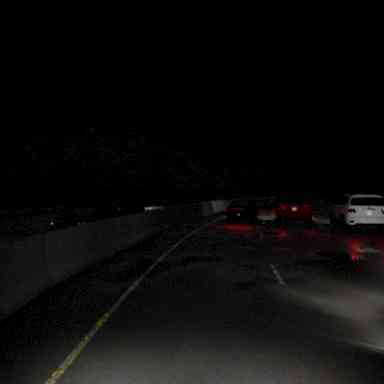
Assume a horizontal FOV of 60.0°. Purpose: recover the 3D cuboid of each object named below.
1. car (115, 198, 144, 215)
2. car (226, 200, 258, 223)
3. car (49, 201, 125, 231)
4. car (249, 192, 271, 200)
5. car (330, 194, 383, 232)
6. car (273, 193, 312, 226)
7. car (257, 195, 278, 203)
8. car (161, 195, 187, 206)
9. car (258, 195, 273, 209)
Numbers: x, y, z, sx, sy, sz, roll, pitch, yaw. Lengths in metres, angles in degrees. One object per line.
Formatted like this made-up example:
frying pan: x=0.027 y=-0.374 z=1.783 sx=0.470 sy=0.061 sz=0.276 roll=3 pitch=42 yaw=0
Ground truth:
car: x=-5.942 y=1.281 z=29.128 sx=1.882 sy=1.535 sz=5.008 roll=0 pitch=0 yaw=17
car: x=3.705 y=1.338 z=24.162 sx=1.882 sy=1.535 sz=5.008 roll=0 pitch=0 yaw=15
car: x=-5.307 y=1.406 z=16.999 sx=1.812 sy=1.442 sz=4.674 roll=0 pitch=0 yaw=11
car: x=13.382 y=0.809 z=65.316 sx=2.128 sy=1.511 sz=4.902 roll=0 pitch=0 yaw=40
car: x=9.689 y=1.125 z=19.609 sx=2.150 sy=2.045 sz=5.566 roll=0 pitch=0 yaw=13
car: x=6.855 y=1.099 z=22.524 sx=2.150 sy=2.045 sz=5.566 roll=0 pitch=0 yaw=15
car: x=13.664 y=1.271 z=60.048 sx=1.895 sy=1.301 sz=4.718 roll=0 pitch=0 yaw=37
car: x=-2.530 y=1.194 z=47.126 sx=2.128 sy=1.511 sz=4.902 roll=0 pitch=0 yaw=27
car: x=9.981 y=1.267 z=40.397 sx=2.128 sy=1.511 sz=4.902 roll=0 pitch=0 yaw=26
